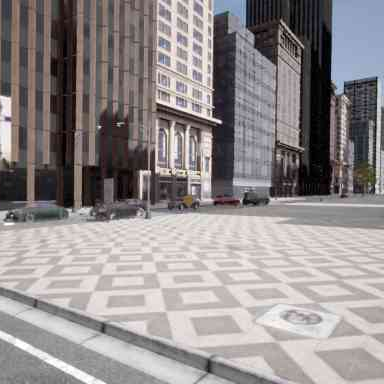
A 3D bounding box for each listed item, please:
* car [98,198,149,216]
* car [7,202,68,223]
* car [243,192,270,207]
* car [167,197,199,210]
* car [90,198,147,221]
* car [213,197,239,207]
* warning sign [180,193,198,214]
[{"bbox_3d":[-6.451,1.377,32.002,1.837,1.490,4.892,1,1,35],"label":"car"},{"bbox_3d":[-11.463,1.470,24.925,1.994,1.385,4.181,1,1,35],"label":"car"},{"bbox_3d":[9.491,1.055,48.984,2.150,2.045,5.566,1,1,35],"label":"car"},{"bbox_3d":[-1.004,1.340,39.694,1.837,1.490,4.892,1,1,35],"label":"car"},{"bbox_3d":[-6.060,1.467,27.035,1.812,1.442,4.674,1,1,35],"label":"car"},{"bbox_3d":[4.954,1.395,48.049,1.895,1.301,4.718,1,1,36],"label":"car"},{"bbox_3d":[-0.258,1.077,30.681,1.300,1.860,1.060,1,1,35],"label":"warning sign"}]
